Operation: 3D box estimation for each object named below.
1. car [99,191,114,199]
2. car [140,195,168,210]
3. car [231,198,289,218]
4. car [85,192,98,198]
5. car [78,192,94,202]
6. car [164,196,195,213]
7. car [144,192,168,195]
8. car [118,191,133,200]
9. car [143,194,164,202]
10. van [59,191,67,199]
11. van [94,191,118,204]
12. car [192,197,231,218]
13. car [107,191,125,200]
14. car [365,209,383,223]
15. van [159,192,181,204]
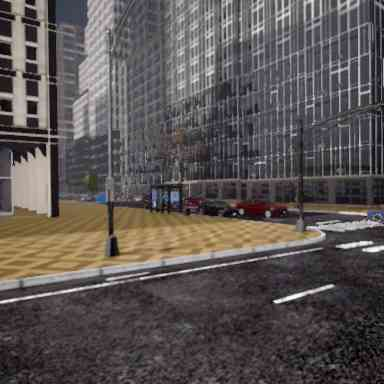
[{"bbox_3d":[-19.562,0.692,76.137,1.967,1.590,4.097,0,1,-34],"label":"car"},{"bbox_3d":[-4.081,1.324,38.535,1.947,1.339,4.313,-1,1,-34],"label":"car"},{"bbox_3d":[5.951,1.319,28.522,1.882,1.535,5.008,-1,1,-34],"label":"car"},{"bbox_3d":[-25.974,0.695,85.524,2.008,1.369,4.403,0,1,-34],"label":"car"},{"bbox_3d":[-20.068,1.046,62.027,2.008,1.369,4.403,0,1,-34],"label":"car"},{"bbox_3d":[-0.923,1.393,33.810,1.802,1.307,4.206,-1,1,-34],"label":"car"},{"bbox_3d":[-5.146,1.016,44.749,2.097,1.767,4.553,-1,1,-35],"label":"car"},{"bbox_3d":[-13.148,0.941,66.754,1.802,1.307,4.206,0,1,-34],"label":"car"},{"bbox_3d":[-6.735,1.048,57.368,1.802,1.307,4.206,-1,1,-34],"label":"car"},{"bbox_3d":[-29.687,0.675,76.103,1.690,1.788,3.998,0,1,-34],"label":"van"},{"bbox_3d":[-13.655,0.943,52.639,1.690,1.788,3.998,0,1,-34],"label":"van"},{"bbox_3d":[2.270,1.428,29.105,1.947,1.339,4.313,-1,1,-34],"label":"car"},{"bbox_3d":[-16.355,0.621,71.443,2.192,1.841,5.009,0,1,-34],"label":"car"},{"bbox_3d":[14.129,1.436,21.576,2.033,1.411,5.357,-1,1,-23],"label":"car"},{"bbox_3d":[-3.530,0.860,52.672,1.690,1.788,3.998,-1,1,-34],"label":"van"}]
